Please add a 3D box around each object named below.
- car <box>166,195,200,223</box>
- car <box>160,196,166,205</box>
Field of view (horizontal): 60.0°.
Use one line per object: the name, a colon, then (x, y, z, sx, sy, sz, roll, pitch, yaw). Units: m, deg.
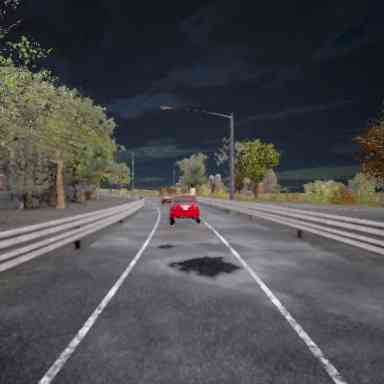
car: (-0.665, 1.226, 25.516, 2.150, 2.045, 5.566, 0, 0, -4)
car: (-4.491, 1.456, 58.326, 1.882, 1.535, 5.008, 0, 0, -9)
